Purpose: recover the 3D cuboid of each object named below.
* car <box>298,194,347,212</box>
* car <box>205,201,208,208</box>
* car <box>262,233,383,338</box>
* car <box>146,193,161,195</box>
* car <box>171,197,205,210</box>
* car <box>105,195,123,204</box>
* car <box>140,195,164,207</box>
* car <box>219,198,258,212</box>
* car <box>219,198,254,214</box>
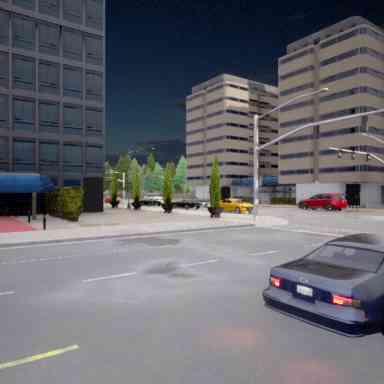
[{"bbox_3d":[15.311,1.221,39.218,2.150,2.045,5.566,0,0,-35],"label":"car"},{"bbox_3d":[0.295,1.491,48.119,2.128,1.511,4.902,0,0,-35],"label":"car"},{"bbox_3d":[3.768,1.547,6.510,5.357,1.411,2.033,0,0,-35],"label":"car"},{"bbox_3d":[-6.273,1.223,57.519,2.150,2.045,5.566,0,0,-35],"label":"car"},{"bbox_3d":[-0.852,1.601,43.655,1.895,1.301,4.718,0,0,-35],"label":"car"},{"bbox_3d":[-15.025,1.349,64.042,2.097,1.767,4.553,0,0,-35],"label":"car"},{"bbox_3d":[-6.570,1.601,51.822,1.895,1.301,4.718,0,0,-35],"label":"car"},{"bbox_3d":[5.608,1.505,40.535,1.837,1.490,4.892,0,0,-35],"label":"car"},{"bbox_3d":[4.509,1.478,36.001,1.882,1.535,5.008,0,0,-35],"label":"car"}]
